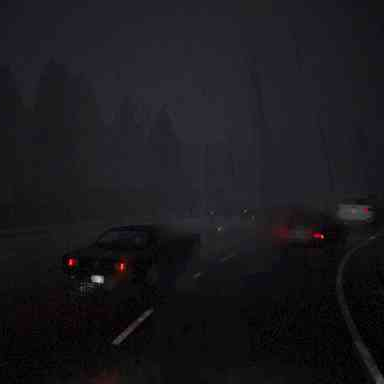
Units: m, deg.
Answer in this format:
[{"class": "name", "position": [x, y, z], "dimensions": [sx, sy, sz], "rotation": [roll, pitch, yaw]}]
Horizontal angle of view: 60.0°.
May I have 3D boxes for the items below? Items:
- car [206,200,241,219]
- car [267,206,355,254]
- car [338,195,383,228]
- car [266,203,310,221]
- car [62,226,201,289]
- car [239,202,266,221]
[{"class": "car", "position": [3.144, 1.445, 28.959], "dimensions": [2.128, 1.511, 4.902], "rotation": [0, 0, 38]}, {"class": "car", "position": [5.078, 1.525, 13.594], "dimensions": [2.033, 1.411, 5.357], "rotation": [0, 0, 33]}, {"class": "car", "position": [11.324, 1.186, 22.143], "dimensions": [2.150, 2.045, 5.566], "rotation": [0, 0, 37]}, {"class": "car", "position": [7.006, 1.441, 22.156], "dimensions": [1.882, 1.535, 5.008], "rotation": [0, 0, 36]}, {"class": "car", "position": [-1.265, 1.585, 9.262], "dimensions": [1.895, 1.301, 4.718], "rotation": [0, 0, 20]}, {"class": "car", "position": [6.025, 1.556, 26.962], "dimensions": [1.895, 1.301, 4.718], "rotation": [0, 0, 38]}]
